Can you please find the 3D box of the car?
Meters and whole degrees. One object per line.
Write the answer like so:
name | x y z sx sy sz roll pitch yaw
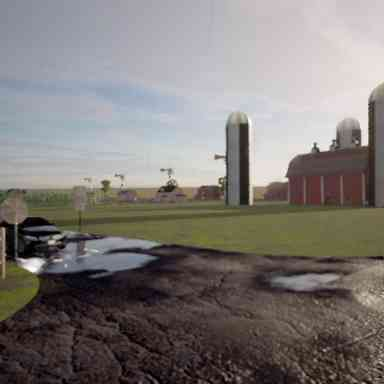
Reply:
car | -7.505 1.859 15.285 4.674 1.442 1.812 -1 0 42
